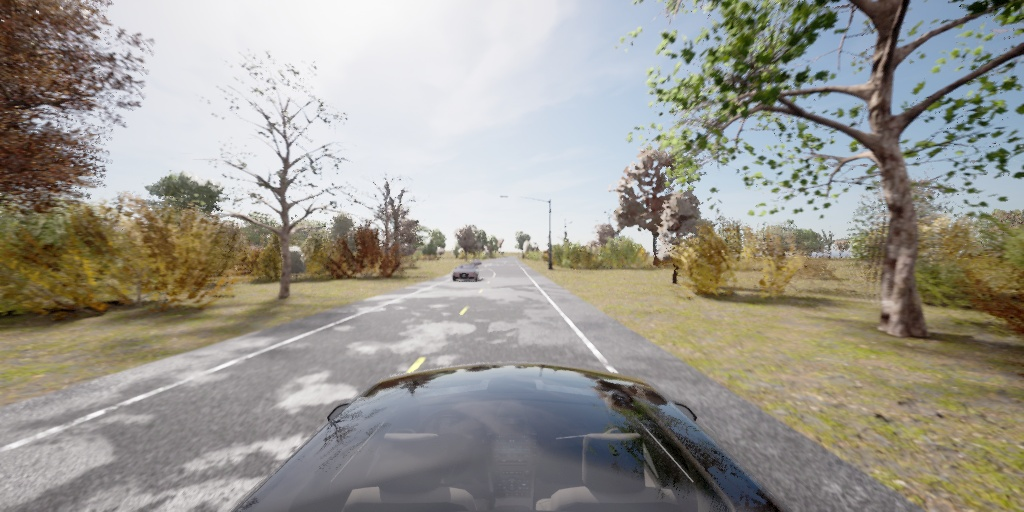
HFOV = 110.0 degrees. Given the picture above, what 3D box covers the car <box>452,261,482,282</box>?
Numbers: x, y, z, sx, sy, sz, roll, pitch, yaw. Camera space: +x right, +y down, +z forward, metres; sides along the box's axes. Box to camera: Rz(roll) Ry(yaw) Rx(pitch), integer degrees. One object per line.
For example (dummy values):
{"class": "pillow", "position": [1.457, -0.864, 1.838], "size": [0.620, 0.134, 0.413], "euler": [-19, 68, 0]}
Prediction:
{"class": "car", "position": [-3.683, 1.337, 29.359], "size": [1.994, 1.385, 4.181], "euler": [0, 0, -1]}
